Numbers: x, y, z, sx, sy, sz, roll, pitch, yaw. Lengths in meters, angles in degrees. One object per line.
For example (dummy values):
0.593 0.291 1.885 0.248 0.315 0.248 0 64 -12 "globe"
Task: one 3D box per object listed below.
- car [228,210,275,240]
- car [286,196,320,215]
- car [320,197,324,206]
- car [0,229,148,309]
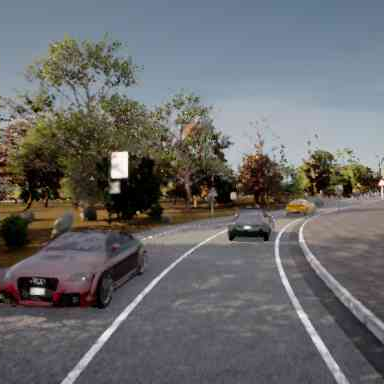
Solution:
3.132 1.598 17.165 1.994 1.385 4.181 -1 -1 17 "car"
10.906 1.475 33.176 1.882 1.535 5.008 -3 -1 33 "car"
16.813 1.375 46.414 2.128 1.511 4.902 -4 -1 41 "car"
-2.470 1.597 7.909 1.994 1.385 4.181 0 0 8 "car"
